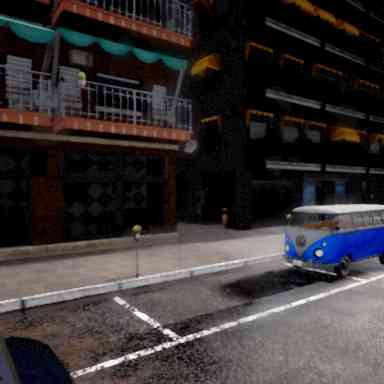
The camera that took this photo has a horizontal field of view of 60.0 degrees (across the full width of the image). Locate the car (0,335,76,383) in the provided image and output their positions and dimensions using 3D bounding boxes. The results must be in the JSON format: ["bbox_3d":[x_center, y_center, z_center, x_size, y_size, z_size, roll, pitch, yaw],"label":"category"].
[{"bbox_3d":[-2.636,1.575,1.497,4.181,1.385,1.994,-1,0,-36],"label":"car"}]

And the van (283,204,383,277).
[{"bbox_3d":[4.399,1.270,9.704,3.998,1.788,1.690,-1,0,-36],"label":"van"}]
